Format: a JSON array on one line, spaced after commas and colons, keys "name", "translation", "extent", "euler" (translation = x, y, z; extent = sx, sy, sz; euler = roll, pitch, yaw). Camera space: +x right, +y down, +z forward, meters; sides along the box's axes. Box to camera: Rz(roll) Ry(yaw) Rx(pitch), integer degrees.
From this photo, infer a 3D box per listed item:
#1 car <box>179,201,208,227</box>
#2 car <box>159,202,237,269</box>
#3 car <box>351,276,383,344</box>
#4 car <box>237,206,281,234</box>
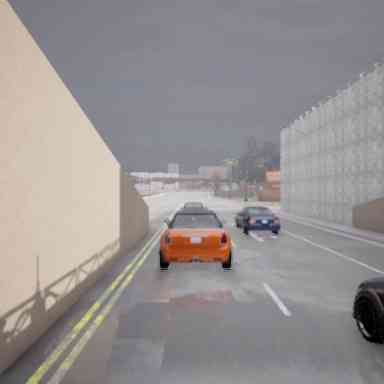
[{"name": "car", "translation": [0.106, 1.483, 23.780], "extent": [1.837, 1.490, 4.892], "euler": [0, 0, 0]}, {"name": "car", "translation": [0.103, 1.342, 11.322], "extent": [2.097, 1.767, 4.553], "euler": [0, 0, 0]}, {"name": "car", "translation": [3.600, 1.559, 3.770], "extent": [1.994, 1.385, 4.181], "euler": [0, 0, 0]}, {"name": "car", "translation": [3.608, 1.529, 19.041], "extent": [2.033, 1.411, 5.357], "euler": [0, 0, 0]}]
